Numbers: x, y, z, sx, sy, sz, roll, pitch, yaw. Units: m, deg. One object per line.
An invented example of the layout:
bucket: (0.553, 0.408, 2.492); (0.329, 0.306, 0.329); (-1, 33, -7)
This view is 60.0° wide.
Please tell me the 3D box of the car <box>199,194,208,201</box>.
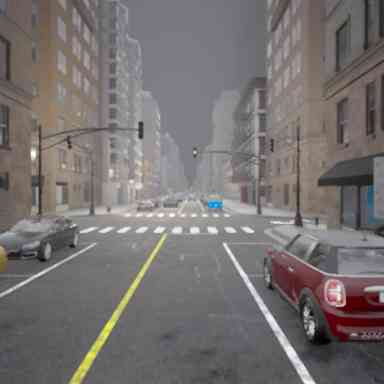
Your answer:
car: (2.672, 1.249, 78.746); (1.967, 1.590, 4.097); (0, 0, 0)

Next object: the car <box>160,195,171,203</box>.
car: (-5.358, 1.408, 67.382); (1.947, 1.339, 4.313); (0, 0, 0)

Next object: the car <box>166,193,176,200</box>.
car: (-5.350, 1.107, 84.426); (2.192, 1.841, 5.009); (0, 0, 0)

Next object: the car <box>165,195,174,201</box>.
car: (-5.353, 1.374, 78.745); (1.947, 1.339, 4.313); (0, 0, 0)

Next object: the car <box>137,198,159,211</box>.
car: (-5.371, 1.464, 38.972); (2.008, 1.369, 4.403); (0, 0, 0)

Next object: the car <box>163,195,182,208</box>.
car: (-2.813, 1.462, 45.067); (1.994, 1.385, 4.181); (0, 0, 0)

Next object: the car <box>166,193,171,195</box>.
car: (-5.361, 1.384, 61.530); (1.752, 1.417, 4.829); (0, 0, 0)

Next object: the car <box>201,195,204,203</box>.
car: (2.659, 1.469, 50.339); (1.802, 1.307, 4.206); (0, 0, 0)

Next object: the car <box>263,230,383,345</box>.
car: (2.640, 1.426, 6.377); (1.967, 1.590, 4.097); (0, 0, 0)

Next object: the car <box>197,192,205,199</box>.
car: (2.667, 1.157, 67.383); (2.192, 1.841, 5.009); (0, 0, 0)

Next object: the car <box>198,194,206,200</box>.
car: (2.677, 1.326, 90.108); (2.008, 1.369, 4.403); (0, 0, 0)

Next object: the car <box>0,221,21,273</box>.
car: (-5.385, 1.512, 6.202); (1.752, 1.417, 4.829); (0, 0, 0)

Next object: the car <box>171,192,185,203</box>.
car: (-2.744, 1.332, 62.933); (1.882, 1.535, 5.008); (0, 0, 0)

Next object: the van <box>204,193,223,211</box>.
van: (2.654, 1.254, 38.977); (1.690, 1.788, 3.998); (0, 0, 0)

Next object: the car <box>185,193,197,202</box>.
car: (0.030, 1.376, 68.691); (2.033, 1.411, 5.357); (0, 0, 0)

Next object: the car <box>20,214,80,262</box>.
car: (-5.383, 1.525, 11.890); (2.008, 1.369, 4.403); (0, 0, 0)

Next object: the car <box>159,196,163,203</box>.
car: (-5.368, 1.445, 44.653); (1.887, 1.381, 4.507); (0, 0, 0)

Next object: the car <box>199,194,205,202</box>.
car: (2.665, 1.440, 61.702); (1.802, 1.307, 4.206); (0, 0, 0)
